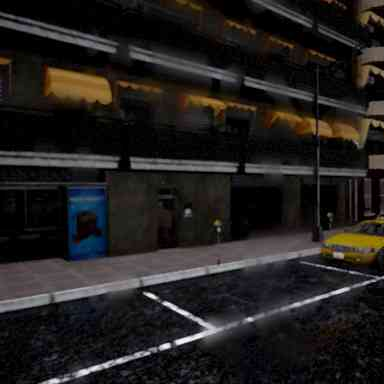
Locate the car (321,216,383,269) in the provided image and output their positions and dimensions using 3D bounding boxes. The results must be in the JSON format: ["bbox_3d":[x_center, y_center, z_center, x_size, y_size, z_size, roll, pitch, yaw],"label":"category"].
[{"bbox_3d":[6.186,1.496,10.984,4.829,1.417,1.752,0,0,-36],"label":"car"}]
